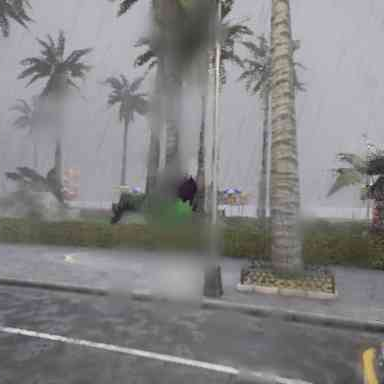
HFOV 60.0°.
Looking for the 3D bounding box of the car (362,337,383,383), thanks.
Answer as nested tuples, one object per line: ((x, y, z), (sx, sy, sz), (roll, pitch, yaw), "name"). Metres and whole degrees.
((4.261, 1.666, 2.405), (5.366, 1.575, 1.801), (1, -2, 23), "car")
